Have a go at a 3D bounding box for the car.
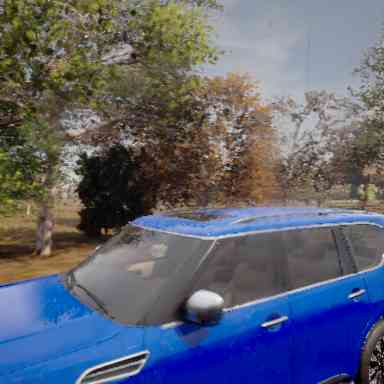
[{"bbox_3d":[0.174,1.215,3.527,5.566,2.045,2.150,0,0,-33],"label":"car"}]
